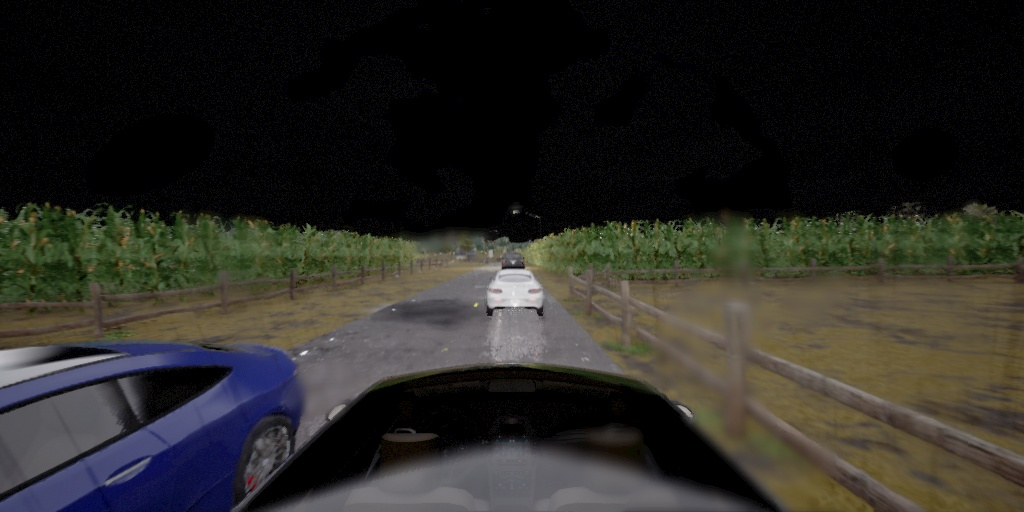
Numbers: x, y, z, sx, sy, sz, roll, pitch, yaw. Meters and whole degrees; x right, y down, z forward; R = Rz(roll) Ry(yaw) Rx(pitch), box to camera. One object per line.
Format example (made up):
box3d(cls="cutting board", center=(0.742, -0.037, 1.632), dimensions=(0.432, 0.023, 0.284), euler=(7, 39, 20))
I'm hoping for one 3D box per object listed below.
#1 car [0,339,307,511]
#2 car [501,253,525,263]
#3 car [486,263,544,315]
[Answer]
box3d(cls="car", center=(-2.829, 1.277, 1.568), dimensions=(1.812, 1.442, 4.674), euler=(0, 1, 0))
box3d(cls="car", center=(0.107, 0.689, 35.187), dimensions=(2.150, 2.045, 5.566), euler=(0, 0, 0))
box3d(cls="car", center=(0.099, 1.162, 12.835), dimensions=(1.812, 1.442, 4.674), euler=(0, 1, 0))
